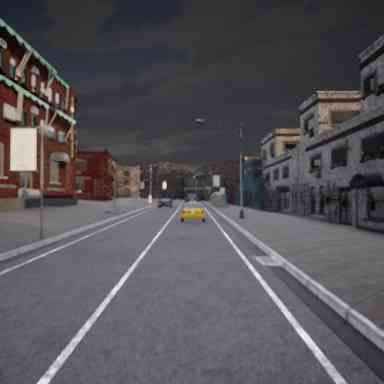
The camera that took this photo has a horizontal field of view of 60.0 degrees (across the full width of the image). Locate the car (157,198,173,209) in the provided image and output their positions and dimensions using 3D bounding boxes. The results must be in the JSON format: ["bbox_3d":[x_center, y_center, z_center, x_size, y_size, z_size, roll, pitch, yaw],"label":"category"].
[{"bbox_3d":[-3.586,1.487,45.157,2.033,1.411,5.357,0,0,0],"label":"car"}]

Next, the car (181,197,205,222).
[{"bbox_3d":[0.079,1.420,26.283,1.801,1.575,5.366,0,0,0],"label":"car"}]

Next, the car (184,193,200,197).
[{"bbox_3d":[0.007,1.157,49.063,2.150,2.045,5.566,0,0,0],"label":"car"}]
